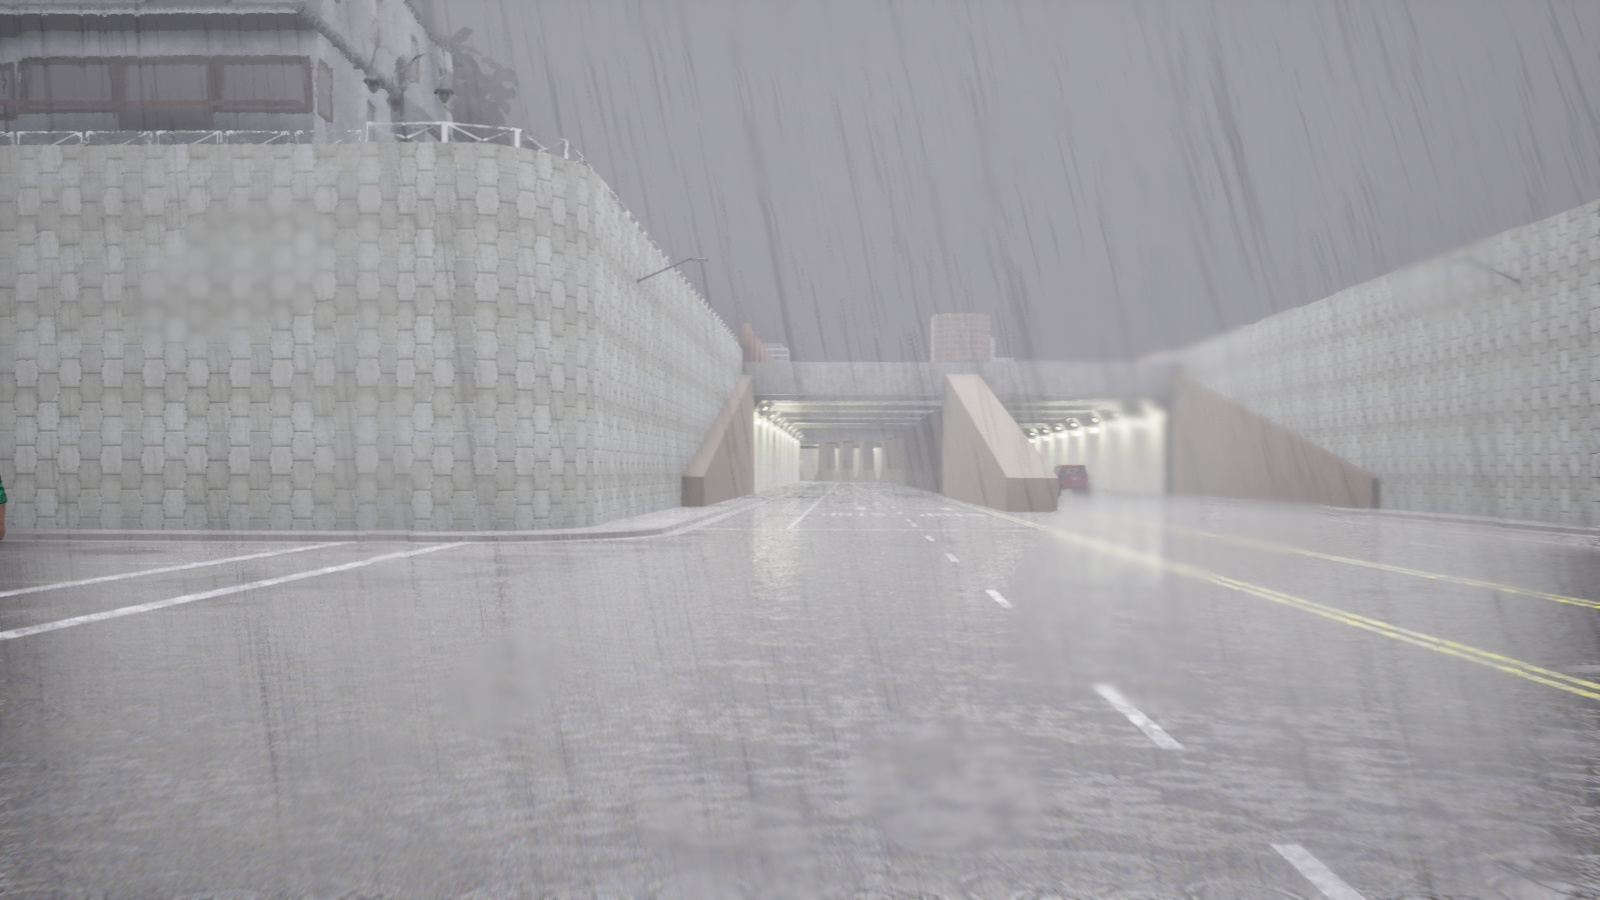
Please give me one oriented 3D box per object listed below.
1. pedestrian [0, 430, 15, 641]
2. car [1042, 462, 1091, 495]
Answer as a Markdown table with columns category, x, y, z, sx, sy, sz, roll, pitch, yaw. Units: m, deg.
| category | x | y | z | sx | sy | sz | roll | pitch | yaw |
| --- | --- | --- | --- | --- | --- | --- | --- | --- | --- |
| pedestrian | -7.836 | 0.797 | 11.855 | 0.659 | 1.952 | 0.873 | 0 | -1 | -36 |
| car | 17.292 | 1.831 | 81.763 | 2.150 | 2.045 | 5.566 | 0 | -1 | 2 |
